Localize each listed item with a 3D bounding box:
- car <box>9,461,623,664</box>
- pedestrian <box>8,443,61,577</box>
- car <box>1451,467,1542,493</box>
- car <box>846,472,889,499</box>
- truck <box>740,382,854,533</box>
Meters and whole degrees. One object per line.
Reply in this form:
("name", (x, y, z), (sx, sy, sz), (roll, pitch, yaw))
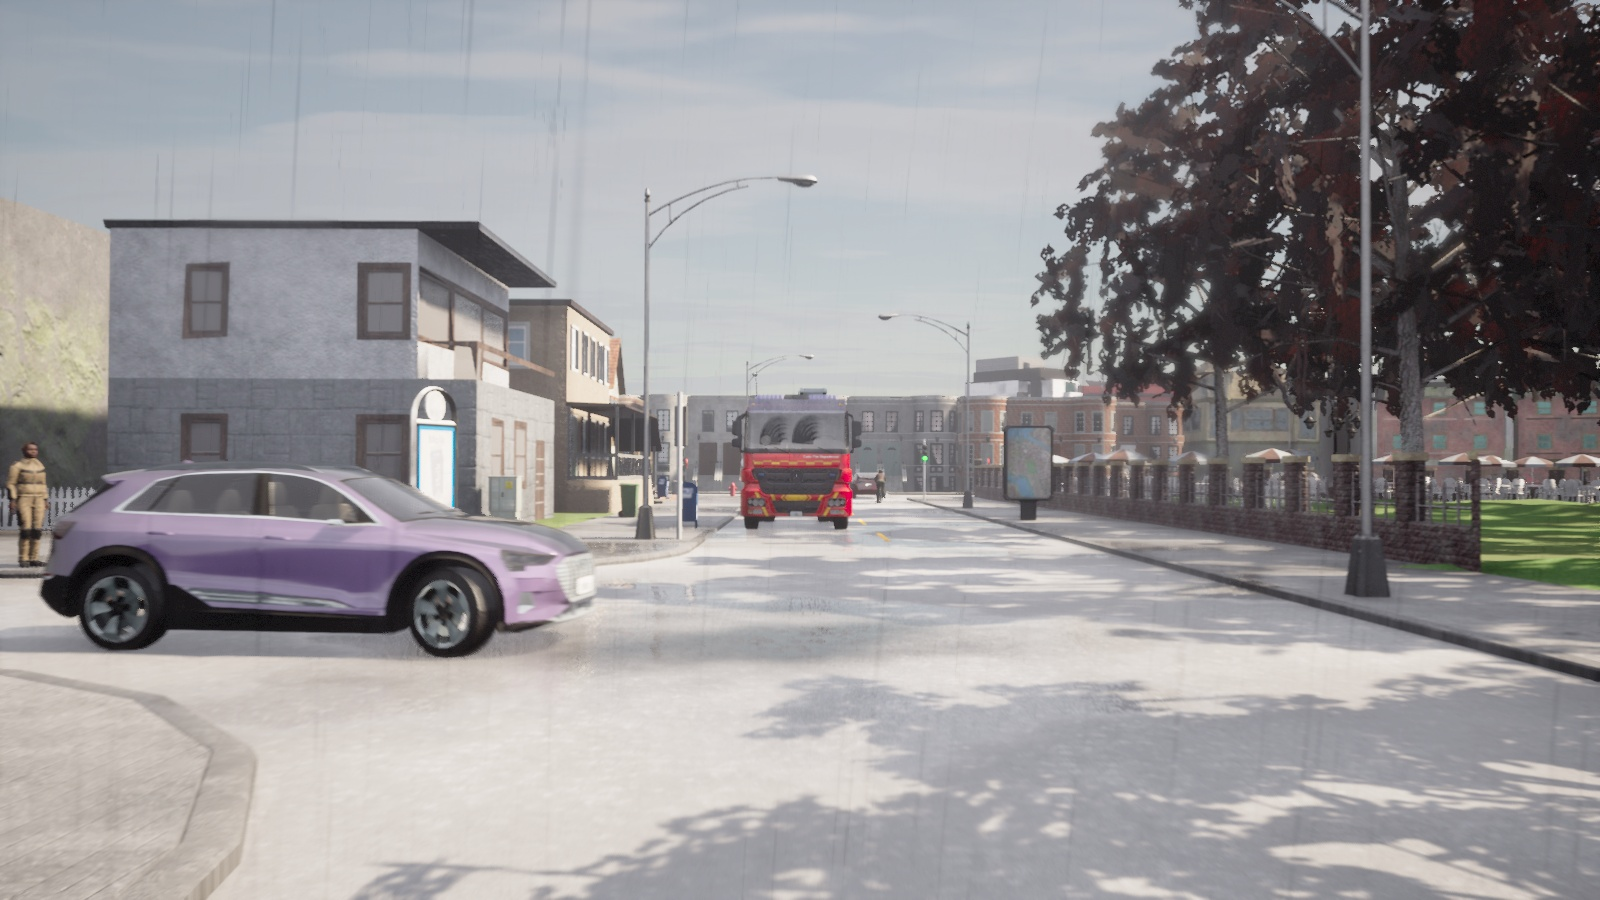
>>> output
("car", (-4.251, 0.953, 11.512), (4.856, 1.649, 2.033), (0, -1, 6))
("pedestrian", (-11.258, 0.877, 18.472), (0.692, 1.930, 0.396), (-1, -1, 33))
("car", (44.887, 1.916, 81.039), (4.856, 1.649, 2.033), (-1, -1, 20))
("car", (3.810, 2.000, 72.169), (2.163, 1.488, 4.792), (0, -1, -1))
("truck", (-0.093, 0.252, 36.144), (2.891, 3.827, 8.468), (0, -1, 0))
